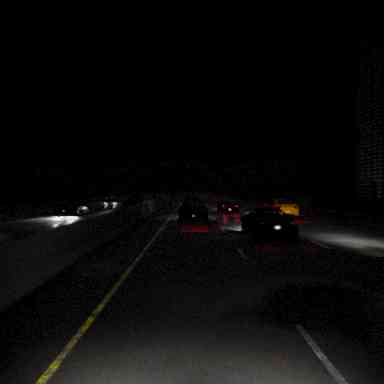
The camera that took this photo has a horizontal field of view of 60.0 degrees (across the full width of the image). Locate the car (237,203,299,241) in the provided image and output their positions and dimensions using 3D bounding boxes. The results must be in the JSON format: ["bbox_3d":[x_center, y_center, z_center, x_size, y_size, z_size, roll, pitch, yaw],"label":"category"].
[{"bbox_3d":[3.598,1.449,15.978,1.994,1.385,4.181,0,0,0],"label":"car"}]

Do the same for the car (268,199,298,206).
[{"bbox_3d":[7.096,1.285,26.962,1.882,1.535,5.008,0,0,0],"label":"car"}]

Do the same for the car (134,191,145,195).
[{"bbox_3d":[-11.091,0.471,70.157,2.097,1.767,4.553,0,0,-2],"label":"car"}]

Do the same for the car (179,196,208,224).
[{"bbox_3d":[0.097,1.313,23.047,1.882,1.535,5.008,0,0,0],"label":"car"}]

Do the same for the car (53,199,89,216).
[{"bbox_3d":[-10.599,1.353,29.458,1.994,1.385,4.181,0,0,0],"label":"car"}]

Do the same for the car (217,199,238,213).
[{"bbox_3d":[3.594,1.360,33.788,1.895,1.301,4.718,0,0,0],"label":"car"}]

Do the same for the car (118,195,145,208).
[{"bbox_3d":[-7.106,1.315,40.076,1.895,1.301,4.718,0,0,0],"label":"car"}]

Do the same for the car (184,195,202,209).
[{"bbox_3d":[0.089,1.197,41.431,2.128,1.511,4.902,0,0,0],"label":"car"}]

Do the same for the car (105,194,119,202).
[{"bbox_3d":[-14.316,1.106,59.834,1.812,1.442,4.674,0,0,-1],"label":"car"}]
